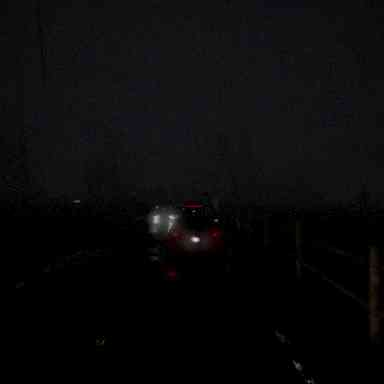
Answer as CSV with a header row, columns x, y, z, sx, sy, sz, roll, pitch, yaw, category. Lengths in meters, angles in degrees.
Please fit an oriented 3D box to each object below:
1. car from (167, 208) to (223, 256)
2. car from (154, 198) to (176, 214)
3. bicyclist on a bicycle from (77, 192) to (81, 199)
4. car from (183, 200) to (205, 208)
x,y,z,sx,sy,sz,roll,pitch,yaw,category
0.116,1.536,12.967,1.994,1.385,4.181,0,0,0,car
-2.760,1.440,34.860,1.837,1.490,4.892,0,0,0,car
-22.435,0.853,66.037,0.582,1.620,1.656,1,0,0,bicyclist on a bicycle
0.164,1.433,30.298,2.128,1.511,4.902,0,0,0,car
